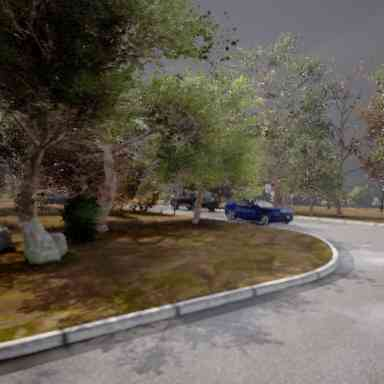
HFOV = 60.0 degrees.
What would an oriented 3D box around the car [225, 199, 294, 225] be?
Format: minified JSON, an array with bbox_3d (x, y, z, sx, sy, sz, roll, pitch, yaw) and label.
[{"bbox_3d":[4.216,1.177,21.382,1.882,1.535,5.008,2,0,-33],"label":"car"}]

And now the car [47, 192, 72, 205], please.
[{"bbox_3d":[-14.289,0.766,35.609,4.892,1.490,1.837,1,-2,-17],"label":"car"}]

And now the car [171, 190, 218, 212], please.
[{"bbox_3d":[0.189,0.808,32.643,2.150,2.045,5.566,2,0,-39],"label":"car"}]

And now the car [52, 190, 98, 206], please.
[{"bbox_3d":[-13.696,0.665,39.136,4.553,1.767,2.097,1,-1,-1],"label":"car"}]
